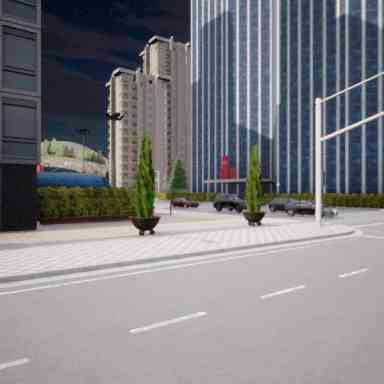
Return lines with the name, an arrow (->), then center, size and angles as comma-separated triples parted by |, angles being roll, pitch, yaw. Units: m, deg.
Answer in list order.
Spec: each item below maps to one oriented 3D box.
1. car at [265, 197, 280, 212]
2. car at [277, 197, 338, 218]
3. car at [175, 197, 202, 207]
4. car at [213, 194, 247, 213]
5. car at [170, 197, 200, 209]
car -> 10.513, 1.350, 35.580 | 2.097, 1.767, 4.553 | 0, 0, -36
car -> 10.481, 1.490, 29.666 | 2.128, 1.511, 4.902 | 0, 0, -36
car -> -0.576, 1.562, 50.894 | 1.994, 1.385, 4.181 | 0, 0, -36
car -> 4.741, 1.220, 37.581 | 2.150, 2.045, 5.566 | 0, 0, -36
car -> -1.095, 1.476, 45.647 | 1.882, 1.535, 5.008 | 0, 0, -36
